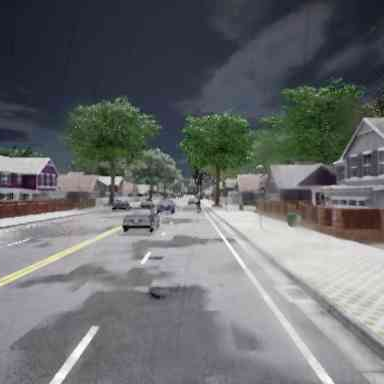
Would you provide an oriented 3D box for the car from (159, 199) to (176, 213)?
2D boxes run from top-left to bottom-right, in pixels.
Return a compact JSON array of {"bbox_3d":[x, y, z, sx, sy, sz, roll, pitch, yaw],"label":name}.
[{"bbox_3d":[-3.145,1.702,41.683,2.097,1.767,4.553,0,-1,0],"label":"car"}]

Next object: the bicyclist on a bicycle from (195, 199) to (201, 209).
[{"bbox_3d":[0.895,1.879,51.581,0.866,1.612,1.509,0,-1,0],"label":"bicyclist on a bicycle"}]

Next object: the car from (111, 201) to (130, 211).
[{"bbox_3d":[-9.825,1.945,46.710,2.033,1.411,5.357,0,-1,0],"label":"car"}]

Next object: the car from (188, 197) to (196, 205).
[{"bbox_3d":[0.012,2.270,76.637,1.895,1.301,4.718,0,-1,0],"label":"car"}]

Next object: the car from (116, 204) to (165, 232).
[{"bbox_3d":[-3.146,1.711,21.315,2.033,1.411,5.357,0,0,0],"label":"car"}]

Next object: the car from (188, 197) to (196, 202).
[{"bbox_3d":[0.014,2.200,94.521,2.033,1.411,5.357,0,-1,0],"label":"car"}]

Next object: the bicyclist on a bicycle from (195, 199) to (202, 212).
[{"bbox_3d":[0.899,1.729,42.551,0.659,1.776,1.843,0,0,0],"label":"bicyclist on a bicycle"}]

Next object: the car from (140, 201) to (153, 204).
[{"bbox_3d":[-6.570,2.007,47.660,1.895,1.301,4.718,0,-1,0],"label":"car"}]
